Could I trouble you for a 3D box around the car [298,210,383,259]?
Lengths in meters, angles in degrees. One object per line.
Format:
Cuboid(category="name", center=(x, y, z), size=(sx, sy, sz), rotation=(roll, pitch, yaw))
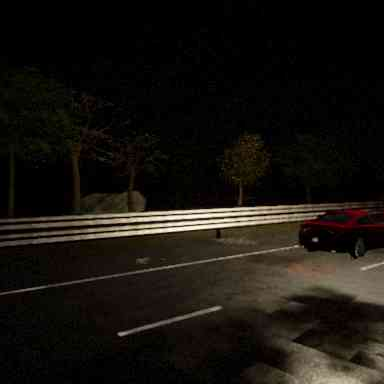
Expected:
Cuboid(category="car", center=(6.076, 1.410, 12.396), size=(5.008, 1.535, 1.882), rotation=(0, 0, -35))
